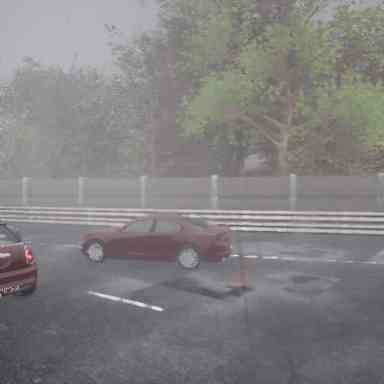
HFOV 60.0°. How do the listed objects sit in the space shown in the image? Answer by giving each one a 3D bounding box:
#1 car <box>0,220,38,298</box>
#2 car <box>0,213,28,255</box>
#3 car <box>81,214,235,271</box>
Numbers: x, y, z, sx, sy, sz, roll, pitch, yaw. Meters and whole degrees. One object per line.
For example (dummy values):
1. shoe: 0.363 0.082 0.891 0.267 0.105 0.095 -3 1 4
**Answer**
1. car: -5.477 1.352 7.166 4.553 1.767 2.097 0 0 31
2. car: -8.643 1.565 12.921 4.181 1.385 1.994 0 0 28
3. car: -1.166 1.460 10.671 5.008 1.535 1.882 0 0 18
